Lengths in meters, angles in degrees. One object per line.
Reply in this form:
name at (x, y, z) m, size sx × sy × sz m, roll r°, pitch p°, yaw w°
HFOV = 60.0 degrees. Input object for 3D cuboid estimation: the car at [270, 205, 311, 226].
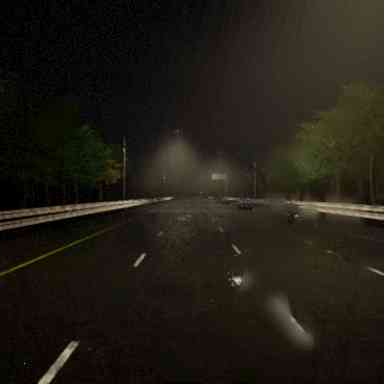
car at (7.037, 1.653, 24.089) m, size 1.994 × 1.385 × 4.181 m, roll 0°, pitch 0°, yaw 0°

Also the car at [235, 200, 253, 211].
car at (7.121, 1.818, 45.713) m, size 2.033 × 1.411 × 5.357 m, roll 0°, pitch -1°, yaw 0°

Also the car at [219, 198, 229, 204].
car at (7.328, 2.113, 76.108) m, size 1.994 × 1.385 × 4.181 m, roll 0°, pitch -1°, yaw 0°
